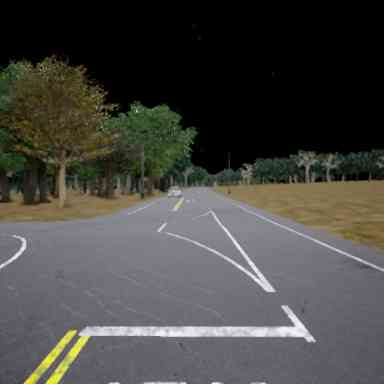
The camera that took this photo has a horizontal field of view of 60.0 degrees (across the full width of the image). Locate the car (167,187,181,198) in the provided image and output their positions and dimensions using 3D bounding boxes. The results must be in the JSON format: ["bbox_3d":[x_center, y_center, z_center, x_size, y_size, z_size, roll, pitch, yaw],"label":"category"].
[{"bbox_3d":[-3.334,0.036,62.647,2.150,2.045,5.566,0,1,3],"label":"car"}]
